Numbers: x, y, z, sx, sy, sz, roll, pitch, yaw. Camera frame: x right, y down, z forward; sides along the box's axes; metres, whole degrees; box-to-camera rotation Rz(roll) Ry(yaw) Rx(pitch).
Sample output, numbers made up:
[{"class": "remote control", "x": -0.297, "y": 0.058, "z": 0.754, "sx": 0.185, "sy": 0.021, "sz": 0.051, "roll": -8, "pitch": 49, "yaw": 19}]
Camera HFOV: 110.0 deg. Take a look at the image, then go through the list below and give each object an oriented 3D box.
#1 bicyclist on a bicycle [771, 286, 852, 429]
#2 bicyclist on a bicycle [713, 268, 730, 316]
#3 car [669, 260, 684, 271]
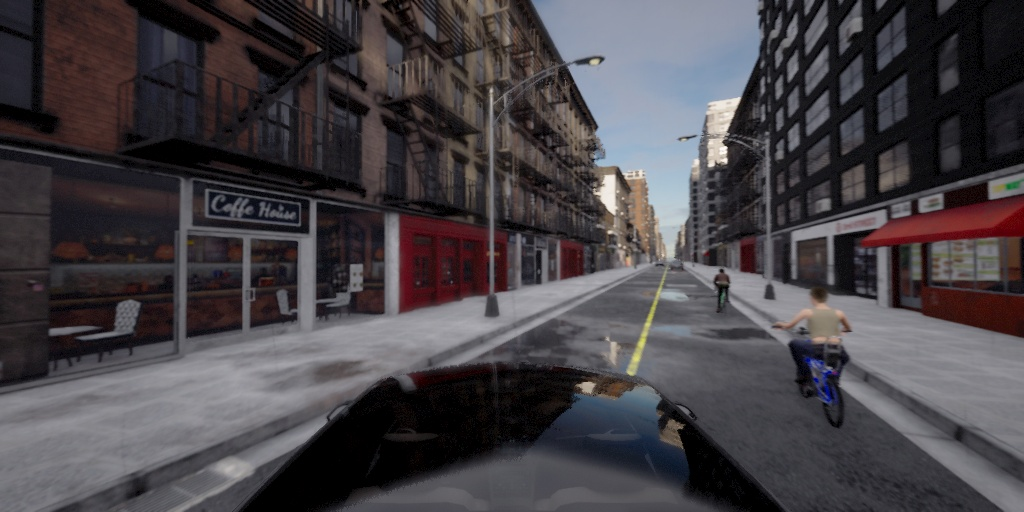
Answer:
[{"class": "bicyclist on a bicycle", "x": 3.938, "y": 1.193, "z": 4.640, "sx": 0.866, "sy": 1.612, "sz": 1.509, "roll": -1, "pitch": -1, "yaw": 23}, {"class": "bicyclist on a bicycle", "x": 7.453, "y": 1.262, "z": 12.704, "sx": 0.582, "sy": 1.620, "sz": 1.656, "roll": -1, "pitch": -1, "yaw": 24}, {"class": "car", "x": 25.835, "y": 1.512, "z": 56.166, "sx": 2.128, "sy": 1.511, "sz": 4.902, "roll": -1, "pitch": 0, "yaw": 24}]
